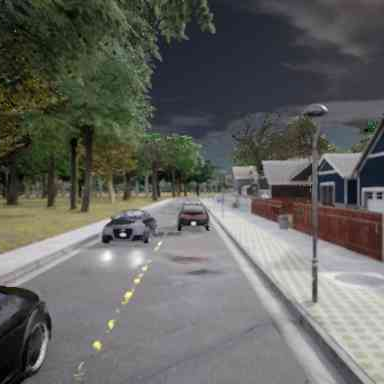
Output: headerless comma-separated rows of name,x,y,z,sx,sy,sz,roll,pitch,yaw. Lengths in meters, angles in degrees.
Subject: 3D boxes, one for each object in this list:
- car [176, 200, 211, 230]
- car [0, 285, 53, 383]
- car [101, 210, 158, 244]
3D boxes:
car,0.086,1.458,20.596,1.837,1.490,4.892,0,0,0
car,-2.834,1.558,2.722,1.994,1.385,4.181,0,0,0
car,-2.758,1.530,15.443,1.994,1.385,4.181,0,0,1
